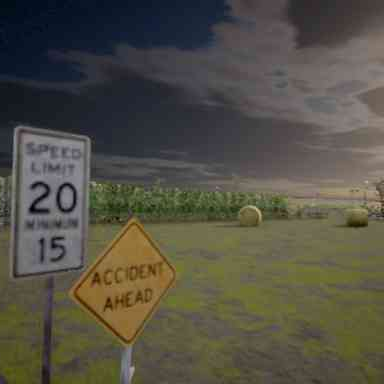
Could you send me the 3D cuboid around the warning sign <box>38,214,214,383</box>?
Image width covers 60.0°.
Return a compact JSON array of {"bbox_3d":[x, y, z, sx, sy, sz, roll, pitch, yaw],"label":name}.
[{"bbox_3d":[-0.645,1.186,3.351,1.060,1.860,1.300,1,-2,45],"label":"warning sign"}]
